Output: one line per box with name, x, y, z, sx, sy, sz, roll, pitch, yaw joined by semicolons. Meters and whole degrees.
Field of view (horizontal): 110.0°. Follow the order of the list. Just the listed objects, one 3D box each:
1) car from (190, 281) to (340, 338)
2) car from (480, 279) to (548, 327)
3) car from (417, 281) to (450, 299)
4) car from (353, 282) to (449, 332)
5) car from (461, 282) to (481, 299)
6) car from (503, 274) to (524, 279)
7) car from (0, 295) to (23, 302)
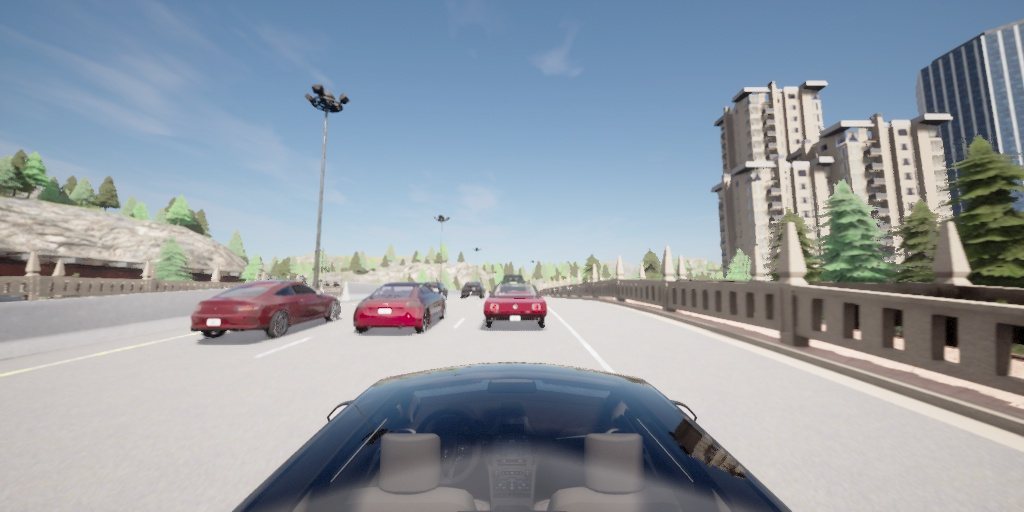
car;-6.901;1.452;10.601;1.812;1.442;4.674;0;-2;0
car;0.099;1.607;12.564;1.895;1.301;4.718;0;-3;0
car;-6.904;3.071;32.111;1.837;1.490;4.892;0;-6;0
car;-3.401;1.528;11.591;1.994;1.385;4.181;0;-2;0
car;-3.404;3.071;32.106;1.837;1.490;4.892;0;-6;0
car;0.096;2.714;31.421;2.150;2.045;5.566;0;-6;0
car;-14.100;1.365;7.846;1.812;1.442;4.674;0;-1;0
